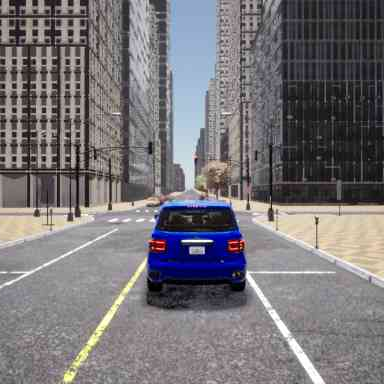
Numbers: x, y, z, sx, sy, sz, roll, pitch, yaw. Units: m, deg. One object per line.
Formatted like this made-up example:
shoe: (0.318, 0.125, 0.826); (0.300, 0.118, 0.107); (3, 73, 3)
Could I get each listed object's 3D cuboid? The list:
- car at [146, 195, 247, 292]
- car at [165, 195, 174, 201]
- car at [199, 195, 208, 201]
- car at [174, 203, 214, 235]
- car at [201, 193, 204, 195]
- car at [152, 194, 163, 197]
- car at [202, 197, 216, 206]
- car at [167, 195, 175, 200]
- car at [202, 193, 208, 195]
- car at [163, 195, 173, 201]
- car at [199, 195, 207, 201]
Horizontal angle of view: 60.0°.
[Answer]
car: (0.099, 1.221, 9.093); (2.150, 2.045, 5.566); (0, 0, 0)
car: (-5.684, 1.428, 84.319); (2.008, 1.369, 4.403); (0, 0, 0)
car: (2.697, 1.419, 78.809); (1.752, 1.417, 4.829); (0, 0, 0)
car: (0.096, 1.486, 19.822); (2.128, 1.511, 4.902); (0, 0, 0)
car: (2.698, 1.224, 72.964); (2.192, 1.841, 5.009); (0, 0, 0)
car: (-5.815, 1.486, 50.094); (1.752, 1.417, 4.829); (0, 0, 0)
car: (2.795, 1.500, 55.941); (2.008, 1.369, 4.403); (0, 0, 0)
car: (-5.683, 1.411, 89.995); (2.008, 1.369, 4.403); (0, 0, 0)
car: (2.825, 1.400, 50.263); (1.967, 1.590, 4.097); (0, 0, 0)
car: (-5.684, 1.439, 78.644); (1.887, 1.381, 4.507); (0, 0, 0)
car: (2.697, 1.422, 84.313); (1.887, 1.381, 4.507); (0, 0, 0)
